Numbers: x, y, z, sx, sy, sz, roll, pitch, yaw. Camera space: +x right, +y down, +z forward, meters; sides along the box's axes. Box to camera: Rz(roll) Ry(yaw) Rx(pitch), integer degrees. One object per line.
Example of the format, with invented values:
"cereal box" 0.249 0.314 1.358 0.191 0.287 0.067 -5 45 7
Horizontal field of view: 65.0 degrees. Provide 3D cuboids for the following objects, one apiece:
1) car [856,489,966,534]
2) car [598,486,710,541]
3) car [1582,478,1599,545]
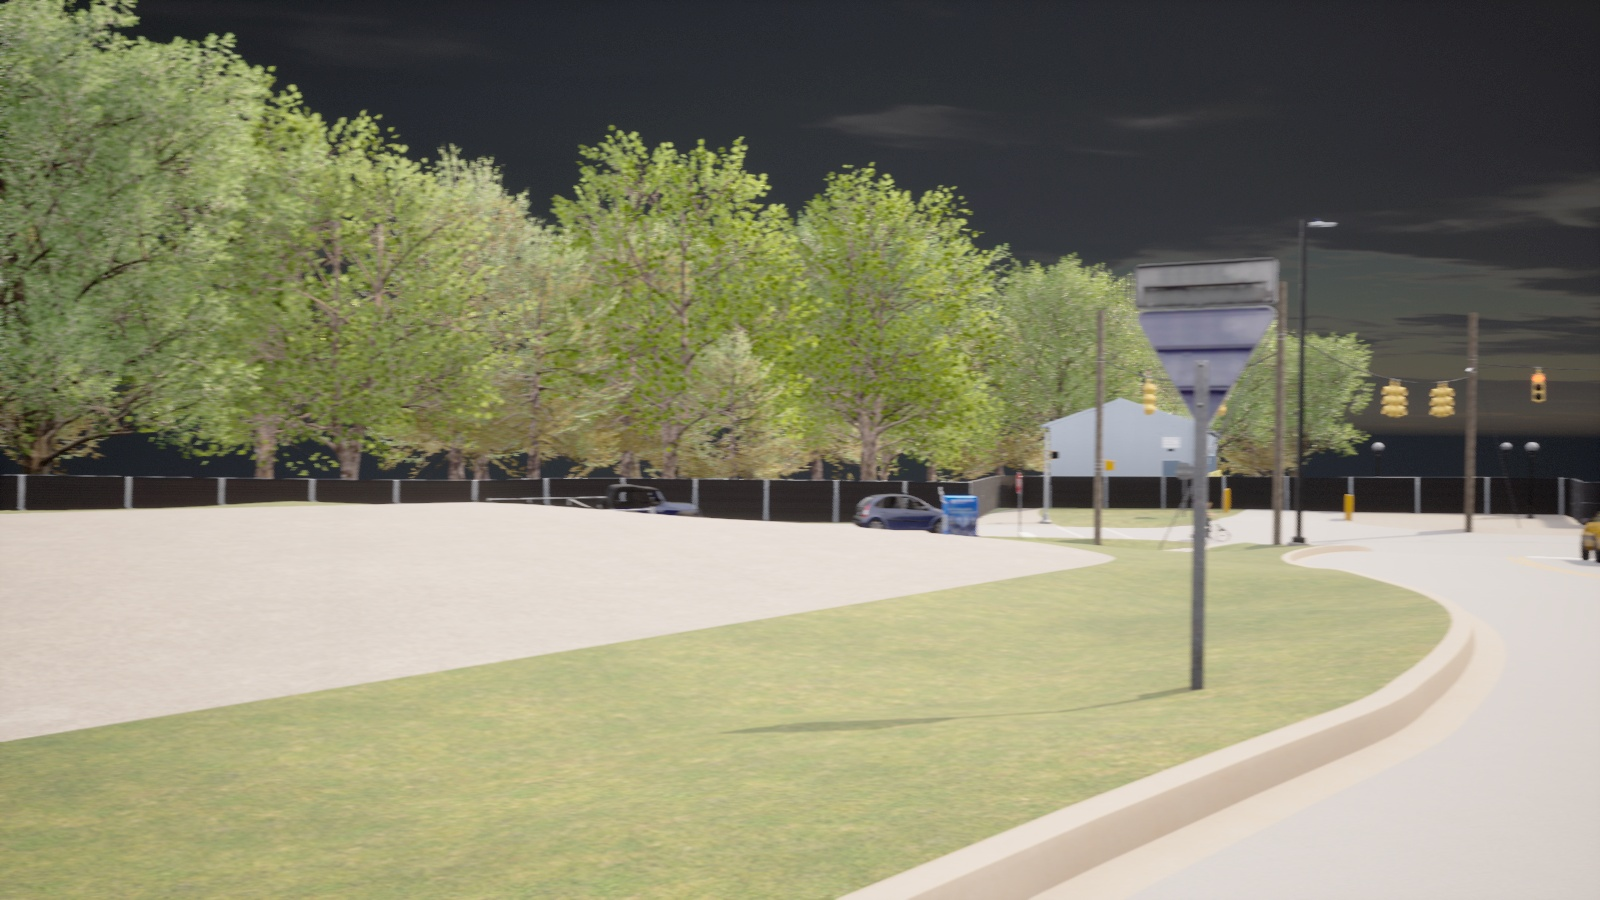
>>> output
"car" 4.372 2.424 49.775 3.988 1.617 1.851 0 1 -10
"car" -5.537 2.368 47.437 3.866 1.878 1.905 0 1 -19
"car" 20.181 1.508 30.222 1.801 1.575 5.366 0 -3 26
